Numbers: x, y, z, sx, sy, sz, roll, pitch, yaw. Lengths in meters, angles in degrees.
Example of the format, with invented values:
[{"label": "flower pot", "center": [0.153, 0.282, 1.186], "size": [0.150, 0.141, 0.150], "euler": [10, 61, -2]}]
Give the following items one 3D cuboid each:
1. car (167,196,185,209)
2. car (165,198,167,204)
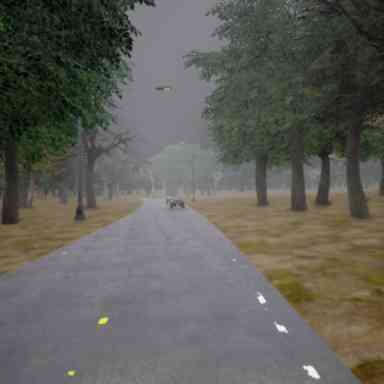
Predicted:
[{"label": "car", "center": [-2.052, 1.437, 45.174], "size": [1.837, 1.490, 4.892], "euler": [0, 0, -5]}, {"label": "car", "center": [-4.021, 1.470, 63.131], "size": [1.812, 1.442, 4.674], "euler": [0, 0, -7]}]
